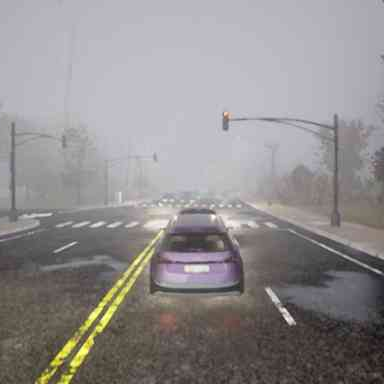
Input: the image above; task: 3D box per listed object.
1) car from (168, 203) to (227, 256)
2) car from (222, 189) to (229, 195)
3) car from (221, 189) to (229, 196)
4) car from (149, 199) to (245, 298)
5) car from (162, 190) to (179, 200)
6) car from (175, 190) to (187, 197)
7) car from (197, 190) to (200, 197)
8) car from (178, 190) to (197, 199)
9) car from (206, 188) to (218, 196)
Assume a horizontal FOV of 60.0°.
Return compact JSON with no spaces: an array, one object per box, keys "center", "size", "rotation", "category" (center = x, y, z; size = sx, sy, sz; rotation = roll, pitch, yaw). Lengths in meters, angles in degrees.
[{"center":[0.237,1.294,13.228],"size":[1.882,1.535,5.008],"rotation":[0,0,2],"category":"car"},{"center":[8.854,0.058,87.371],"size":[1.837,1.490,4.892],"rotation":[0,1,7],"category":"car"},{"center":[7.634,0.348,77.154],"size":[1.895,1.301,4.718],"rotation":[0,1,6],"category":"car"},{"center":[0.108,1.312,8.338],"size":[2.033,1.649,4.856],"rotation":[-1,4,1],"category":"car"},{"center":[-3.996,0.648,58.935],"size":[1.994,1.385,4.181],"rotation":[0,1,5],"category":"car"},{"center":[-2.435,0.285,74.756],"size":[1.882,1.535,5.008],"rotation":[0,1,6],"category":"car"},{"center":[0.806,0.285,74.492],"size":[1.882,1.535,5.008],"rotation":[0,1,6],"category":"car"},{"center":[-0.761,0.564,58.642],"size":[1.882,1.535,5.008],"rotation":[0,1,5],"category":"car"},{"center":[4.444,0.298,77.874],"size":[1.994,1.385,4.181],"rotation":[0,1,6],"category":"car"}]
